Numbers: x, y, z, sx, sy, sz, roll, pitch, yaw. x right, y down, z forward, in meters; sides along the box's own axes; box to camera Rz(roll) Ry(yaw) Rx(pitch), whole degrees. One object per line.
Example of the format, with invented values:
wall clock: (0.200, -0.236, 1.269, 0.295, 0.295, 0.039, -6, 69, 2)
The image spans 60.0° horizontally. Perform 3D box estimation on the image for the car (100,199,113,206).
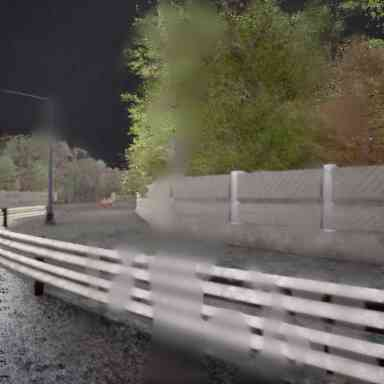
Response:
car: (-20.072, 2.376, 78.184, 2.097, 1.767, 4.553, 0, -1, -3)
